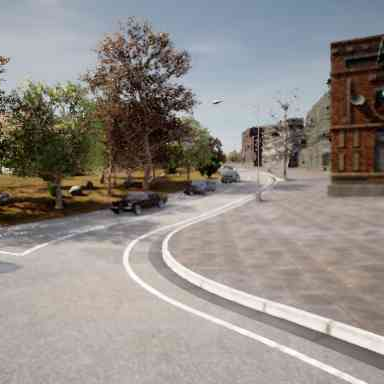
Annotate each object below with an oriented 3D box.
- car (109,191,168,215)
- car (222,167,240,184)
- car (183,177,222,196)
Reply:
[{"bbox_3d":[-3.622,0.676,23.138,1.895,1.301,4.718,0,6,26],"label":"car"},{"bbox_3d":[5.342,-2.149,45.991,2.097,1.767,4.553,0,6,16],"label":"car"},{"bbox_3d":[0.949,-0.538,33.242,2.033,1.411,5.357,0,6,22],"label":"car"}]
